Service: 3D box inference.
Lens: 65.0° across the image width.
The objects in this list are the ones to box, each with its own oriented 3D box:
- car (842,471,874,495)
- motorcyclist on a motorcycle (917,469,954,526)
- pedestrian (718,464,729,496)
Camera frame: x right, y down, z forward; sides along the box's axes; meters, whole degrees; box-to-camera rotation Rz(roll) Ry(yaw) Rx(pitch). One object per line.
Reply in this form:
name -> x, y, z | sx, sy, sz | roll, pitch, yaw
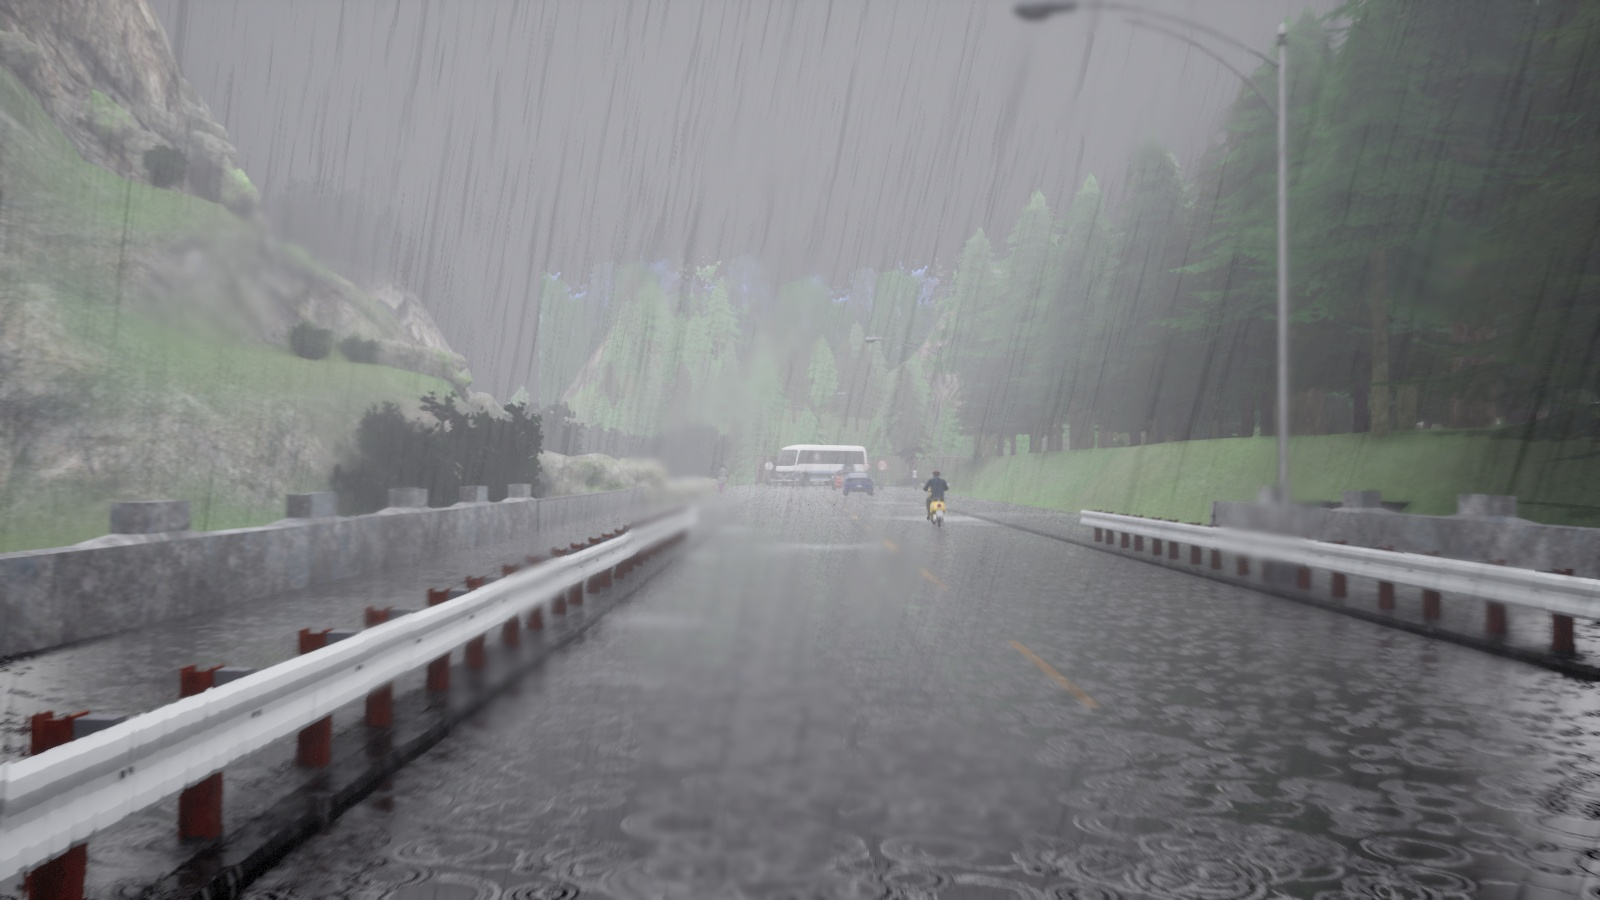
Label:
car -> 3.789, 2.158, 82.774 | 1.882, 1.535, 5.008 | 0, -1, 0
motorcyclist on a motorcycle -> 3.909, 1.360, 36.412 | 0.866, 1.590, 1.817 | 0, -1, 0
pedestrian -> -4.726, 1.838, 77.597 | 0.659, 1.952, 0.873 | 0, -1, -3
